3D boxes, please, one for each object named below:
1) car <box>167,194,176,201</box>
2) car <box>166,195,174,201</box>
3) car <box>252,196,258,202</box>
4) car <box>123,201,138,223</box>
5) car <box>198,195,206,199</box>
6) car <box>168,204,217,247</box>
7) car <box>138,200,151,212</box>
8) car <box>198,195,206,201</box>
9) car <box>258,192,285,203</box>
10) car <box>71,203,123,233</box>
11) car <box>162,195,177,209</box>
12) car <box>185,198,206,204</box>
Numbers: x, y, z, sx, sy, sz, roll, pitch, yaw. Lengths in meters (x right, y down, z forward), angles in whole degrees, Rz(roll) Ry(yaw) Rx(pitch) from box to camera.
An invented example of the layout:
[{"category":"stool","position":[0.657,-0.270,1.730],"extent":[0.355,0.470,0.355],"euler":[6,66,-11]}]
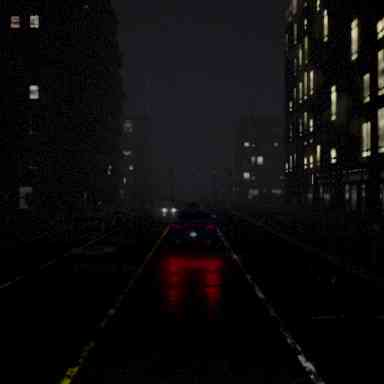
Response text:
[{"category":"car","position":[-5.694,1.380,91.539],"extent":[2.192,1.841,5.009],"euler":[0,0,0]},{"category":"car","position":[-5.694,1.584,85.687],"extent":[1.752,1.417,4.829],"euler":[0,0,0]},{"category":"car","position":[14.557,1.044,66.491],"extent":[5.009,1.841,2.192],"euler":[-1,1,0]},{"category":"car","position":[-5.692,1.560,25.233],"extent":[2.008,1.369,4.403],"euler":[0,0,0]},{"category":"car","position":[2.686,1.498,85.859],"extent":[1.967,1.590,4.097],"euler":[0,0,0]},{"category":"car","position":[0.076,1.482,15.032],"extent":[1.882,1.535,5.008],"euler":[0,-1,0]},{"category":"car","position":[-5.743,1.597,38.150],"extent":[1.802,1.307,4.206],"euler":[0,0,0]},{"category":"car","position":[2.686,1.505,91.541],"extent":[1.967,1.590,4.097],"euler":[0,0,0]},{"category":"car","position":[14.692,1.054,58.113],"extent":[5.009,1.841,2.192],"euler":[-1,1,0]},{"category":"car","position":[-5.692,1.557,19.585],"extent":[2.008,1.369,4.403],"euler":[0,0,0]},{"category":"car","position":[-3.045,1.568,46.004],"extent":[2.033,1.411,5.357],"euler":[0,0,1]},{"category":"car","position":[0.073,1.536,29.623],"extent":[1.812,1.442,4.674],"euler":[0,0,0]}]
